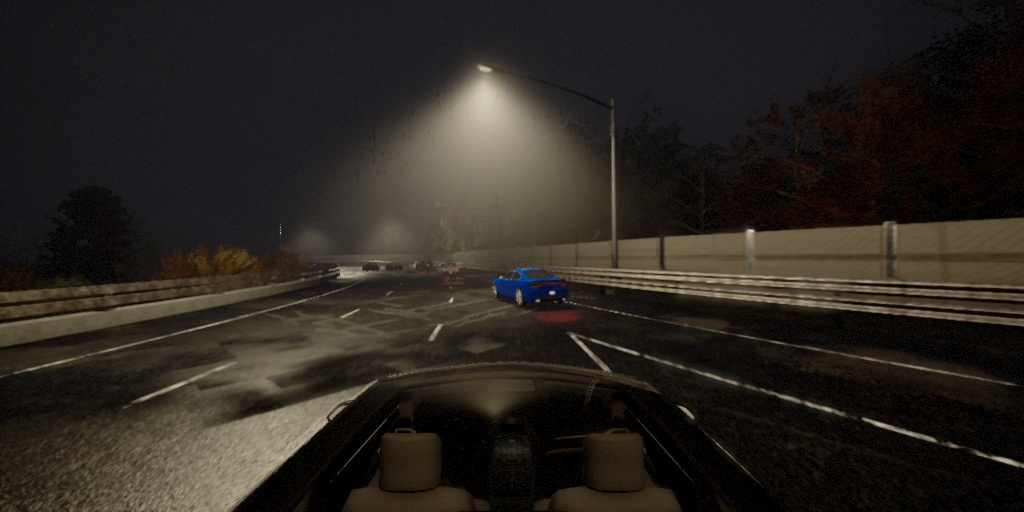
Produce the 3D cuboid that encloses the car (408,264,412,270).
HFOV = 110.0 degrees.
[{"bbox_3d":[-15.600,1.634,58.851,1.812,1.442,4.674,0,0,-33],"label":"car"}]

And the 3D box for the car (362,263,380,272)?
[{"bbox_3d":[-21.942,1.743,55.703,1.895,1.301,4.718,0,0,-33],"label":"car"}]

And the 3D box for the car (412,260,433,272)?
[{"bbox_3d":[-13.378,1.425,54.755,2.097,1.767,4.553,0,0,-28],"label":"car"}]

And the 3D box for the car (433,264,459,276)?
[{"bbox_3d":[-7.608,1.576,41.901,1.895,1.301,4.718,0,0,-21],"label":"car"}]

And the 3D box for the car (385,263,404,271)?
[{"bbox_3d":[-18.937,1.728,57.499,1.895,1.301,4.718,0,0,-33],"label":"car"}]

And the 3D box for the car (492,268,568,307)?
[{"bbox_3d":[0.627,1.283,16.116,1.882,1.535,5.008,-1,0,-22],"label":"car"}]
